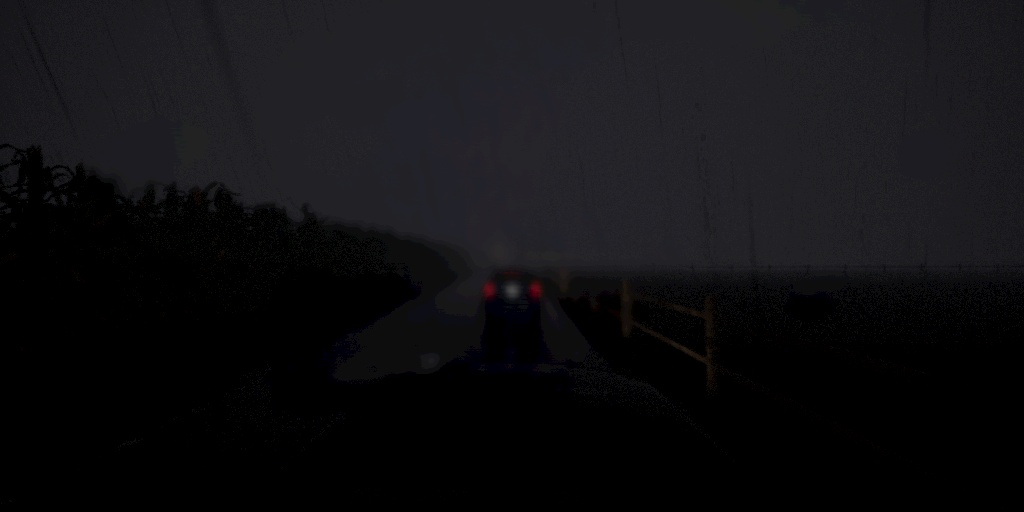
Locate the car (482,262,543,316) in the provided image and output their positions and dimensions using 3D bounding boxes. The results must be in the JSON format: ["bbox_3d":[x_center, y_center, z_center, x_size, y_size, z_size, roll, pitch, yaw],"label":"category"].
[{"bbox_3d":[0.044,1.216,14.121,2.097,1.767,4.553,0,-1,1],"label":"car"}]

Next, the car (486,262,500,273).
[{"bbox_3d":[-2.819,1.720,54.562,1.837,1.490,4.892,0,-1,0],"label":"car"}]
